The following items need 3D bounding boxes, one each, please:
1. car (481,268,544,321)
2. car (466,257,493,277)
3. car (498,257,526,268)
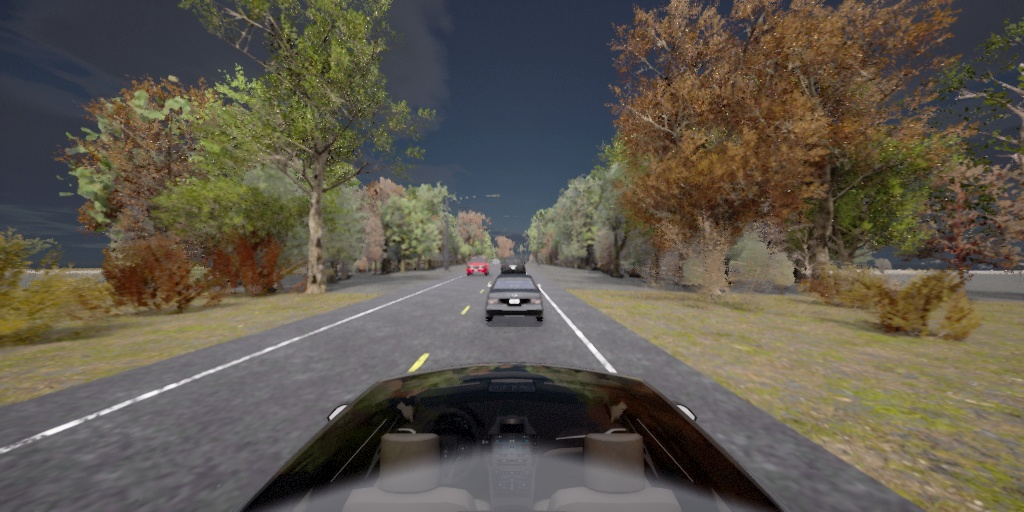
[{"bbox_3d":[0.081,1.337,12.651,2.033,1.411,5.357,0,0,0],"label":"car"},{"bbox_3d":[-3.590,1.104,38.770,2.150,2.045,5.566,0,0,0],"label":"car"},{"bbox_3d":[0.101,1.082,32.430,2.150,2.045,5.566,0,0,0],"label":"car"}]
